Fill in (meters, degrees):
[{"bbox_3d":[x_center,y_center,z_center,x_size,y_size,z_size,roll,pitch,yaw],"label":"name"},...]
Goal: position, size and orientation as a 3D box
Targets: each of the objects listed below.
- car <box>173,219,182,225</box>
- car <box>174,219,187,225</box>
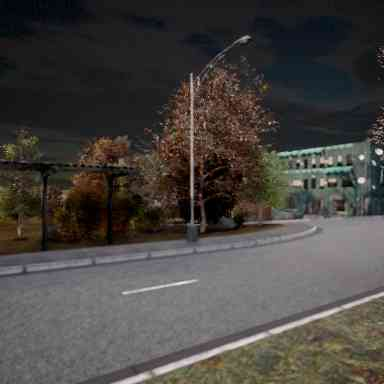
[{"bbox_3d":[-3.537,7.514,82.955,1.895,1.301,4.718,0,-6,1],"label":"car"},{"bbox_3d":[-2.215,6.107,67.640,1.895,1.301,4.718,0,-5,-12],"label":"car"}]
